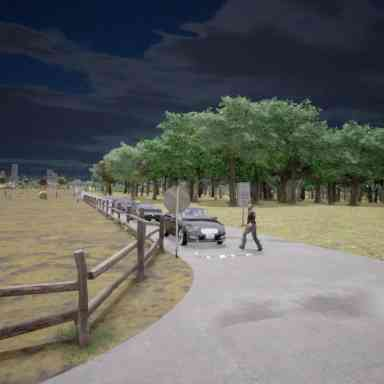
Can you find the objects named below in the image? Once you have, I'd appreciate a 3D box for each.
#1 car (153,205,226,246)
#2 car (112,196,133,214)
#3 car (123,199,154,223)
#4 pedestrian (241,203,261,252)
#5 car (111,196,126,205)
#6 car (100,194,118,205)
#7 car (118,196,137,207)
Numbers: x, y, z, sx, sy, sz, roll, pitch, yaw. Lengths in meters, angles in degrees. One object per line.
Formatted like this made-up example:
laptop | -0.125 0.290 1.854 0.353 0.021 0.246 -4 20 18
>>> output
car | -0.079 1.465 15.296 2.128 1.511 4.902 1 0 -19
car | -7.245 1.459 35.030 1.837 1.490 4.892 2 -1 -20
car | -3.491 1.512 24.739 2.033 1.411 5.357 2 0 -20
pedestrian | 2.212 1.301 12.466 0.375 1.860 0.375 1 0 -20
car | -13.551 1.516 60.828 2.033 1.411 5.357 2 0 -19
car | -12.390 1.114 49.400 2.128 1.511 4.902 2 0 -20
car | -9.982 1.494 51.093 2.128 1.511 4.902 2 0 -20
